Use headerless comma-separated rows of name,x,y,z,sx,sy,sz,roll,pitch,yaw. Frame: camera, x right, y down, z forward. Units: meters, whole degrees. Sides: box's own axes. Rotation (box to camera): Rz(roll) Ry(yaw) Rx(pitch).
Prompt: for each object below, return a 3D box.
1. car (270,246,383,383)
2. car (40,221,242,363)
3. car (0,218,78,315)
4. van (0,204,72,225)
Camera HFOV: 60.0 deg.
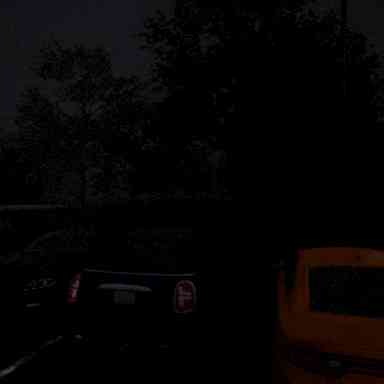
car,2.126,1.493,4.584,2.097,1.535,5.008,-1,-1,15
car,-0.308,1.397,6.279,2.185,1.767,4.553,-1,-1,15
car,-2.716,1.554,8.020,2.097,1.535,5.008,0,-1,15
van,-5.137,1.361,9.833,1.878,1.987,4.442,-1,-1,15
